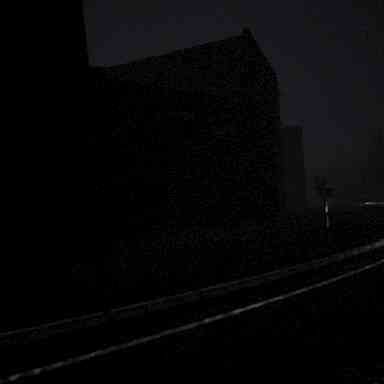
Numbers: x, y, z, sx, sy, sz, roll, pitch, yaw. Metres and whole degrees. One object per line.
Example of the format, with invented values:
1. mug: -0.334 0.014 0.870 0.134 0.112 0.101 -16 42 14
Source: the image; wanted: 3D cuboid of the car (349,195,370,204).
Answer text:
1. car: 28.135 1.234 55.979 1.994 1.385 4.181 -5 -2 1
